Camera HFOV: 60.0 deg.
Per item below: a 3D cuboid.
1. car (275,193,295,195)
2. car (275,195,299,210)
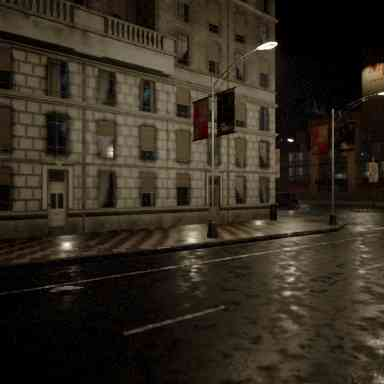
[{"bbox_3d":[15.440,1.221,57.491,2.150,2.045,5.566,0,0,-37],"label":"car"},{"bbox_3d":[11.616,1.526,43.015,1.812,1.442,4.674,0,0,-36],"label":"car"}]
